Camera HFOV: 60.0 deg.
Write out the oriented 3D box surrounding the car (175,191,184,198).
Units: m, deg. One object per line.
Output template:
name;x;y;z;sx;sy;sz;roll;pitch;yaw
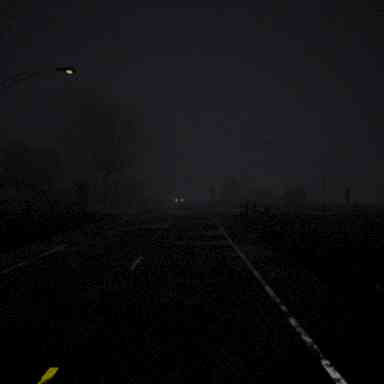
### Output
car;-3.490;0.623;94.965;2.150;2.045;5.566;0;0;0
